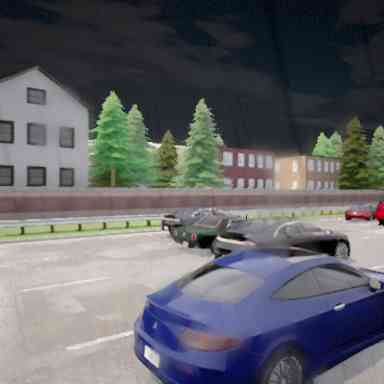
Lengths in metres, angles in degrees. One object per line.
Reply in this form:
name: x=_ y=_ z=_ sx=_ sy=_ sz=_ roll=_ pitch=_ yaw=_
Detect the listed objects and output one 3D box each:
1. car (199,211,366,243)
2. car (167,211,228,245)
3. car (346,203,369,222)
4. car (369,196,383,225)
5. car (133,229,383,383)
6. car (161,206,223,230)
car: x=2.885 y=1.500 z=10.092 sx=4.902 sy=1.511 sz=2.128 roll=0 pitch=0 yaw=-35
car: x=1.583 y=1.610 z=13.461 sx=4.718 sy=1.301 sz=1.895 roll=0 pitch=0 yaw=-35
car: x=14.146 y=1.591 z=26.698 sx=4.181 sy=1.385 sz=1.994 roll=0 pitch=0 yaw=-35
car: x=14.805 y=1.247 z=22.870 sx=5.566 sy=2.045 sz=2.150 roll=0 pitch=0 yaw=-35
car: x=1.458 y=1.530 z=4.791 sx=4.674 sy=1.442 sz=1.812 roll=0 pitch=0 yaw=-36
car: x=0.752 y=1.502 z=17.165 sx=4.902 sy=1.511 sz=2.128 roll=0 pitch=0 yaw=-35
